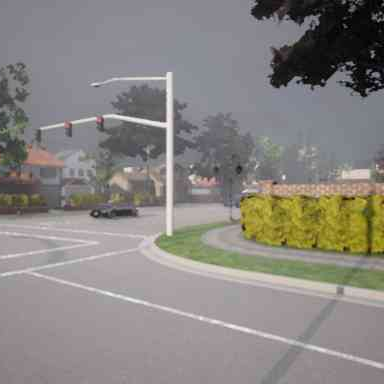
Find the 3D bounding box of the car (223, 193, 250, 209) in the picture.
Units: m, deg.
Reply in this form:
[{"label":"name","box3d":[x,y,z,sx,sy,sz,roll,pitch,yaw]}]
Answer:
[{"label":"car","box3d":[6.440,1.207,46.644,2.150,2.045,5.566,0,0,35]}]

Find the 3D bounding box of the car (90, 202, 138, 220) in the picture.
[{"label":"car","box3d":[-6.506,1.548,28.078,1.994,1.385,4.181,0,0,35]}]
